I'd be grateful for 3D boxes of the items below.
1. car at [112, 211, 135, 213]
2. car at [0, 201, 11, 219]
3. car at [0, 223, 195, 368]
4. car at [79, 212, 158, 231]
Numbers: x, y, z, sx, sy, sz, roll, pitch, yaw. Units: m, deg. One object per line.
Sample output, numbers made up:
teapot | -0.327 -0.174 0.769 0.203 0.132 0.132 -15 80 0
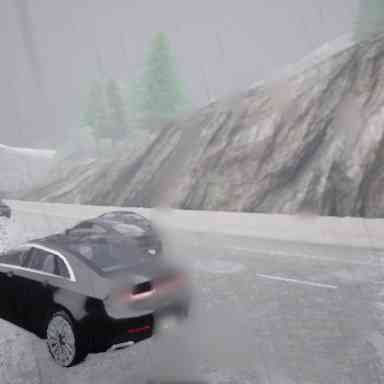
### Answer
car | -3.566 1.590 15.849 4.181 1.385 1.994 0 0 40
car | -17.134 1.524 28.638 2.128 1.511 4.902 0 0 -44
car | -2.239 1.500 5.805 4.902 1.511 2.128 0 0 37
car | -2.925 1.543 10.792 4.674 1.442 1.812 0 0 39
